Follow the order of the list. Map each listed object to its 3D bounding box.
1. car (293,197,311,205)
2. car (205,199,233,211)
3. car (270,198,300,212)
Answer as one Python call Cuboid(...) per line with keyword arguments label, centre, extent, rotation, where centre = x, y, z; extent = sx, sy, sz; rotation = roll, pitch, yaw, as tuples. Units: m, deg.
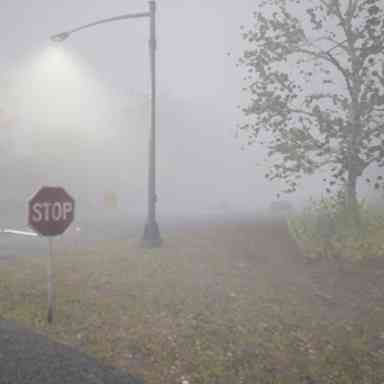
Cuboid(label="car", centre=(23.293, 1.873, 70.304), extent=(2.033, 1.411, 5.357), rotation=(0, 0, 36))
Cuboid(label="car", centre=(3.538, 1.733, 42.934), extent=(1.837, 1.490, 4.892), rotation=(0, 1, 36))
Cuboid(label="car", centre=(11.441, 1.687, 41.919), extent=(2.128, 1.511, 4.902), rotation=(0, 0, 36))
